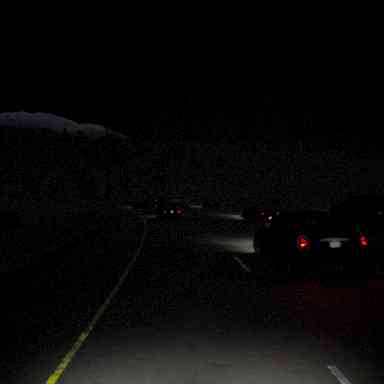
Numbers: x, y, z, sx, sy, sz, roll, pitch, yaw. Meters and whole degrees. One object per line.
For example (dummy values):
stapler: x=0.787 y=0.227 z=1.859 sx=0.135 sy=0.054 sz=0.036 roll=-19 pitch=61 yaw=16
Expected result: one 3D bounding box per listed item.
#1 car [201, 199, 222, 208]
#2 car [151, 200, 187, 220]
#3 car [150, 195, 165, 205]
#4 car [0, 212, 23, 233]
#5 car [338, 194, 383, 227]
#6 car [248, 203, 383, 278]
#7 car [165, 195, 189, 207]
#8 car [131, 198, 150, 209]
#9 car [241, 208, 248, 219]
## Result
car: x=2.964 y=1.780 z=52.129 sx=1.895 sy=1.301 sz=4.718 roll=-1 pitch=0 yaw=-19
car: x=-2.208 y=1.721 z=30.177 sx=2.033 sy=1.411 sz=5.357 roll=-1 pitch=0 yaw=-12
car: x=-6.051 y=1.581 z=56.489 sx=2.150 sy=2.045 sz=5.566 roll=0 pitch=0 yaw=-22
car: x=-11.536 y=1.855 z=19.315 sx=1.994 sy=1.385 sz=4.181 roll=-1 pitch=0 yaw=-7
car: x=9.843 y=1.132 z=18.768 sx=2.150 sy=2.045 sz=5.566 roll=-1 pitch=0 yaw=-7
car: x=3.417 y=1.338 z=10.378 sx=2.097 sy=1.767 sz=4.553 roll=-1 pitch=0 yaw=-4
car: x=-2.359 y=1.516 z=56.596 sx=2.150 sy=2.045 sz=5.566 roll=0 pitch=0 yaw=-21
car: x=-8.747 y=1.996 z=54.077 sx=1.895 sy=1.301 sz=4.718 roll=-1 pitch=0 yaw=-21
car: x=5.423 y=1.623 z=26.495 sx=1.895 sy=1.301 sz=4.718 roll=-1 pitch=0 yaw=-9
